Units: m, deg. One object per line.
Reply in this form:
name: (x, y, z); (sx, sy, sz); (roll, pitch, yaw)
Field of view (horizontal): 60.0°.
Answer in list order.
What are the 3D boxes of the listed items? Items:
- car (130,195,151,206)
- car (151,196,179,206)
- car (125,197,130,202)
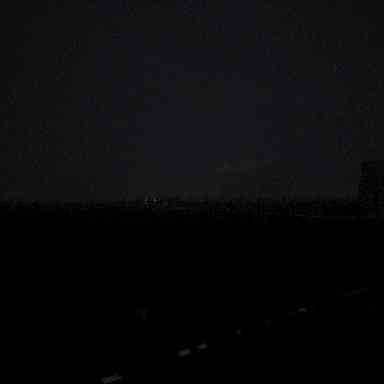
car: (-7.451, 1.260, 52.552); (2.097, 1.767, 4.553); (0, 0, -35)
car: (-3.996, 1.380, 52.611); (2.128, 1.511, 4.902); (0, -1, -35)
car: (-10.753, 1.436, 61.886); (1.882, 1.535, 5.008); (0, 0, -36)
